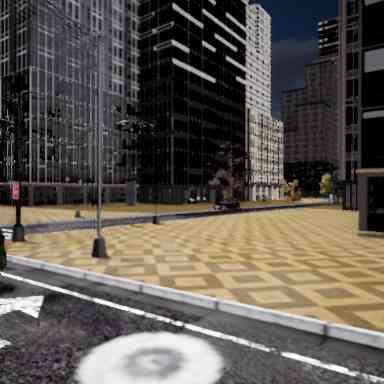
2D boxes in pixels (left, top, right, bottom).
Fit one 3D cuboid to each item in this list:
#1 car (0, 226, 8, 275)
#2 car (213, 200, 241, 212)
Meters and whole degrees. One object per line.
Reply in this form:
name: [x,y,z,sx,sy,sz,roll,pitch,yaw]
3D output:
car: [-6.955,1.274,8.605,5.566,2.045,2.150,0,0,36]
car: [4.617,1.766,43.572,2.128,1.511,4.902,0,0,37]
